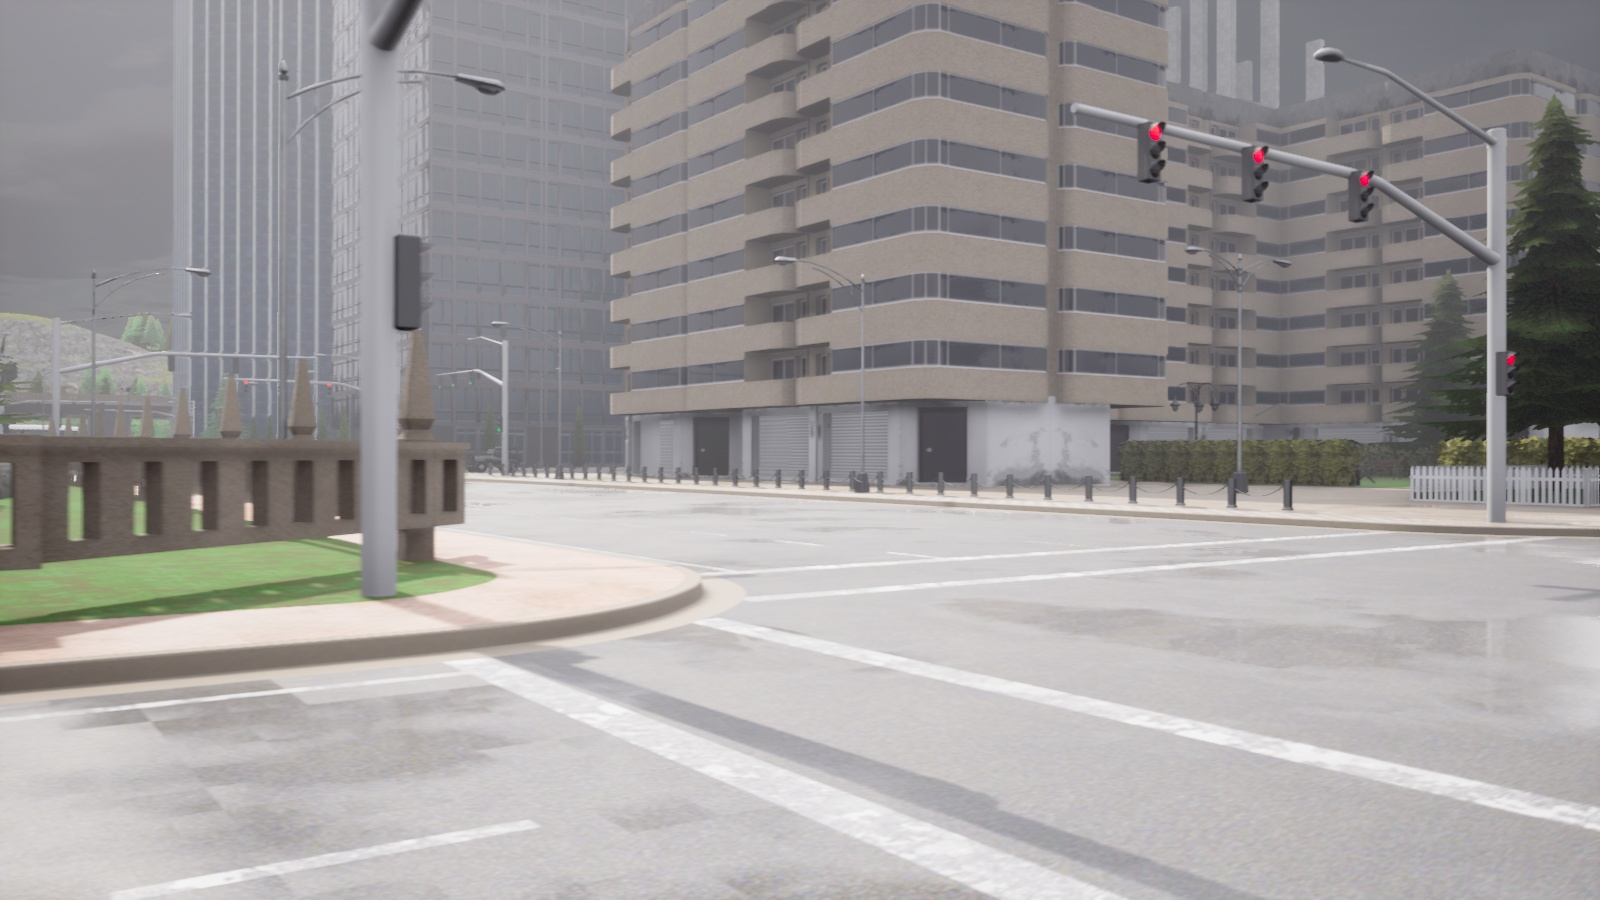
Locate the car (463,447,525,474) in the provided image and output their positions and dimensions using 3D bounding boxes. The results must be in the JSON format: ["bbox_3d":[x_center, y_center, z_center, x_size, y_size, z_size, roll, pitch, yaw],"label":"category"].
[{"bbox_3d":[-21.683,0.751,88.949,3.866,1.878,1.905,0,0,-35],"label":"car"}]
